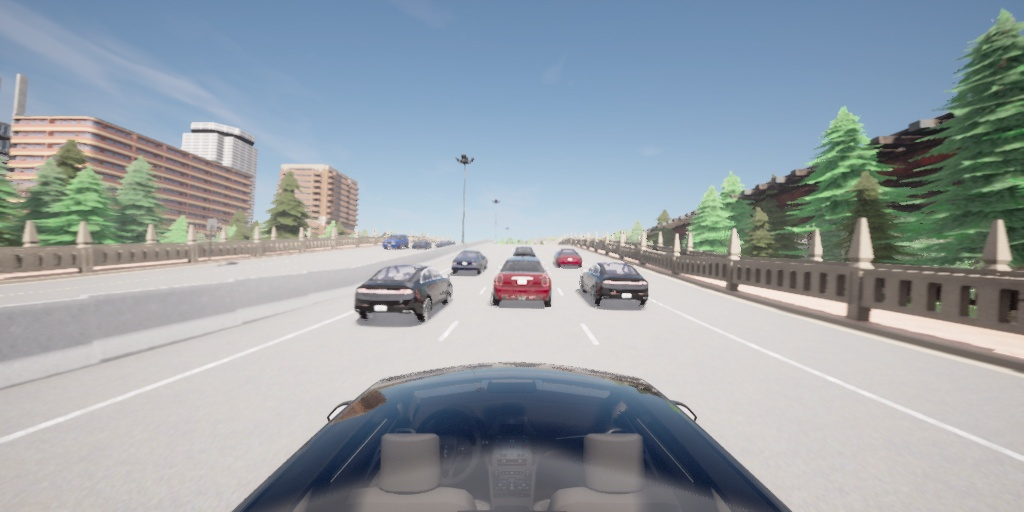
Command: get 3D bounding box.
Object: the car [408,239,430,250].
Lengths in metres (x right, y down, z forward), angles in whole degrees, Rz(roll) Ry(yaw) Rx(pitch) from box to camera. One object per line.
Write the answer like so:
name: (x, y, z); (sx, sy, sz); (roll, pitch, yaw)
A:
car: (-12.416, -1.562, 49.525); (1.994, 1.385, 4.181); (1, 4, 2)

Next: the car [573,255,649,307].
car: (3.938, 0.987, 14.375); (2.128, 1.511, 4.902); (1, 3, 2)

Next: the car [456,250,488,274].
car: (-2.756, 0.322, 24.090); (2.033, 1.411, 5.357); (1, 4, 2)

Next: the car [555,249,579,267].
car: (4.480, 0.086, 29.096); (1.994, 1.385, 4.181); (1, 4, 2)

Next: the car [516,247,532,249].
car: (0.985, -0.029, 29.255); (1.837, 1.490, 4.892); (1, 5, 2)

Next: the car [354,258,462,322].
car: (-3.198, 1.016, 11.429); (2.128, 1.511, 4.902); (1, 2, 3)

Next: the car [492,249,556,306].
car: (0.438, 0.797, 14.378); (2.097, 1.767, 4.553); (1, 3, 2)

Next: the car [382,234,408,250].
car: (-15.913, -1.946, 49.420); (2.150, 2.045, 5.566); (1, 4, 2)

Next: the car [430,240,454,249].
car: (-8.986, -1.422, 47.928); (2.033, 1.411, 5.357); (1, 4, 2)
